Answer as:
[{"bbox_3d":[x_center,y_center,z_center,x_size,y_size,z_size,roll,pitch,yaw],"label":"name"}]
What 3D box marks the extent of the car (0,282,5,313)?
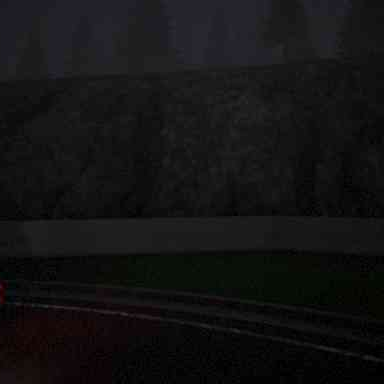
[{"bbox_3d":[-5.451,1.397,5.085,4.553,1.767,2.097,0,0,10],"label":"car"}]
